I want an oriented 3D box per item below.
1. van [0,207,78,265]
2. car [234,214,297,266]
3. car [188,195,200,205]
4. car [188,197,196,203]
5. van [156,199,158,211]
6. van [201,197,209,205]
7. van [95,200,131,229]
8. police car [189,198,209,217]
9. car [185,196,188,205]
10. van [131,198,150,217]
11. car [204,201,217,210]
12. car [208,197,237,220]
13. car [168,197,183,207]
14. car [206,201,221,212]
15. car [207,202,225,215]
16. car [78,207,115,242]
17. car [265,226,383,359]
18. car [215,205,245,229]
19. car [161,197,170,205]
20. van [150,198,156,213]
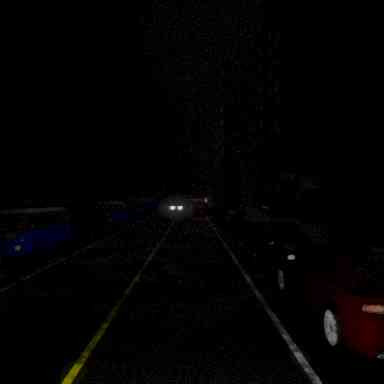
[{"bbox_3d":[-5.672,1.453,11.792,1.690,1.788,3.998,0,-1,0],"label":"van"},{"bbox_3d":[2.854,1.678,11.801,1.947,1.339,4.313,0,-1,0],"label":"car"},{"bbox_3d":[0.900,1.801,51.707,2.097,1.767,4.553,0,0,0],"label":"car"},{"bbox_3d":[0.001,2.098,86.289,2.128,1.511,4.902,0,0,0],"label":"car"},{"bbox_3d":[-5.670,1.744,45.738,1.690,1.788,3.998,0,0,0],"label":"van"},{"bbox_3d":[2.857,1.957,74.067,1.690,1.788,3.998,0,0,0],"label":"van"},{"bbox_3d":[-5.671,1.555,23.107,1.690,1.788,3.998,0,-1,0],"label":"van"},{"bbox_3d":[0.900,1.748,35.847,1.930,1.638,5.238,0,0,0],"label":"police car"},{"bbox_3d":[0.001,2.036,71.184,1.994,1.385,4.181,0,0,0],"label":"car"},{"bbox_3d":[-5.670,1.652,34.422,1.690,1.788,3.998,0,0,0],"label":"van"},{"bbox_3d":[2.856,2.029,51.424,1.802,1.307,4.206,0,0,0],"label":"car"},{"bbox_3d":[2.854,1.578,28.785,2.192,1.841,5.009,0,0,0],"label":"car"},{"bbox_3d":[-3.012,2.150,64.973,1.895,1.301,4.718,0,0,0],"label":"car"},{"bbox_3d":[2.856,1.985,45.763,1.802,1.307,4.206,0,0,0],"label":"car"},{"bbox_3d":[2.856,1.902,40.103,1.887,1.381,4.507,0,0,0],"label":"car"},{"bbox_3d":[-5.671,1.708,17.448,1.887,1.381,4.507,0,-1,0],"label":"car"},{"bbox_3d":[2.854,1.604,6.142,1.887,1.381,4.507,0,-1,0],"label":"car"},{"bbox_3d":[2.855,1.796,23.122,1.802,1.307,4.206,0,0,0],"label":"car"},{"bbox_3d":[-5.668,1.930,74.027,2.192,1.841,5.009,0,0,0],"label":"car"},{"bbox_3d":[-5.671,1.698,40.080,1.690,1.788,3.998,0,0,0],"label":"van"}]
